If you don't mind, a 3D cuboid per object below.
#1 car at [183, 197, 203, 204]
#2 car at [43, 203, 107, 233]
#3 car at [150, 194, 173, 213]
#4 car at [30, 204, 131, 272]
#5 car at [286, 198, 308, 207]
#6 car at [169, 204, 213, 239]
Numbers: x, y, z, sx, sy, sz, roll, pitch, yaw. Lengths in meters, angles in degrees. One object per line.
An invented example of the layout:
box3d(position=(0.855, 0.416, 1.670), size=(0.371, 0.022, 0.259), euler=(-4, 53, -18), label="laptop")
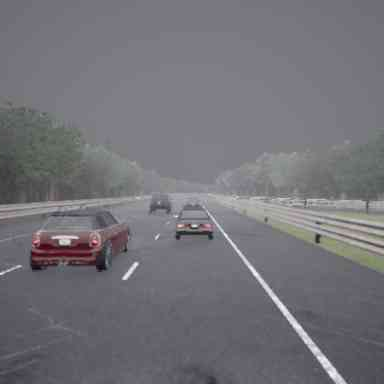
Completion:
box3d(position=(0.115, 1.394, 37.376), size=(2.097, 1.767, 4.553), euler=(0, 0, 0), label="car")
box3d(position=(-6.895, 1.489, 20.225), size=(2.128, 1.511, 4.902), euler=(0, -1, 0), label="car")
box3d(position=(-3.387, 1.263, 37.169), size=(2.150, 2.045, 5.566), euler=(0, 0, 0), label="car")
box3d(position=(-3.397, 1.357, 11.015), size=(2.097, 1.767, 4.553), euler=(0, 0, 0), label="car")
box3d(position=(17.565, 1.722, 56.016), size=(1.837, 1.490, 4.892), euler=(0, 0, -17), label="car")
box3d(position=(0.109, 1.557, 17.354), size=(2.033, 1.411, 5.357), euler=(0, 0, 0), label="car")
